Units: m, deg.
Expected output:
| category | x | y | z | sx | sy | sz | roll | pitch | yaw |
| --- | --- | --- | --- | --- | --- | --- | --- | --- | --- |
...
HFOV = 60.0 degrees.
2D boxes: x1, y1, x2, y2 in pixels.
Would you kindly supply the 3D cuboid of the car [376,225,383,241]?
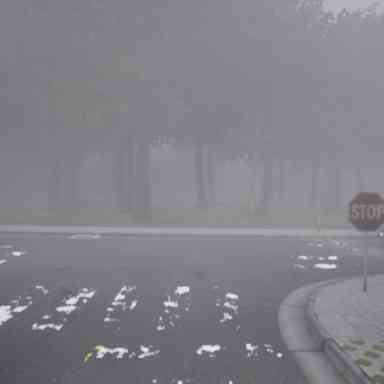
| category | x | y | z | sx | sy | sz | roll | pitch | yaw |
| --- | --- | --- | --- | --- | --- | --- | --- | --- | --- |
| car | 10.329 | 1.529 | 13.866 | 4.892 | 1.490 | 1.837 | 0 | 1 | 0 |
